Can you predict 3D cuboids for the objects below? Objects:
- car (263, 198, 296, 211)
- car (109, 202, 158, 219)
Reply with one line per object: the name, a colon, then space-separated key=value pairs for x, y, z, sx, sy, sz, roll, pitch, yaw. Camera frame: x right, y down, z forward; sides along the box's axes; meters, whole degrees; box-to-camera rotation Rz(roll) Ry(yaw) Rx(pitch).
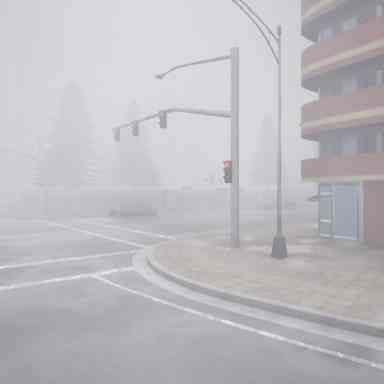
car: x=11.034 y=1.533 z=41.778 sx=5.008 sy=1.535 sz=1.882 roll=0 pitch=0 yaw=-37
car: x=-5.154 y=1.619 z=29.517 sx=4.181 sy=1.385 sz=1.994 roll=0 pitch=0 yaw=-37
